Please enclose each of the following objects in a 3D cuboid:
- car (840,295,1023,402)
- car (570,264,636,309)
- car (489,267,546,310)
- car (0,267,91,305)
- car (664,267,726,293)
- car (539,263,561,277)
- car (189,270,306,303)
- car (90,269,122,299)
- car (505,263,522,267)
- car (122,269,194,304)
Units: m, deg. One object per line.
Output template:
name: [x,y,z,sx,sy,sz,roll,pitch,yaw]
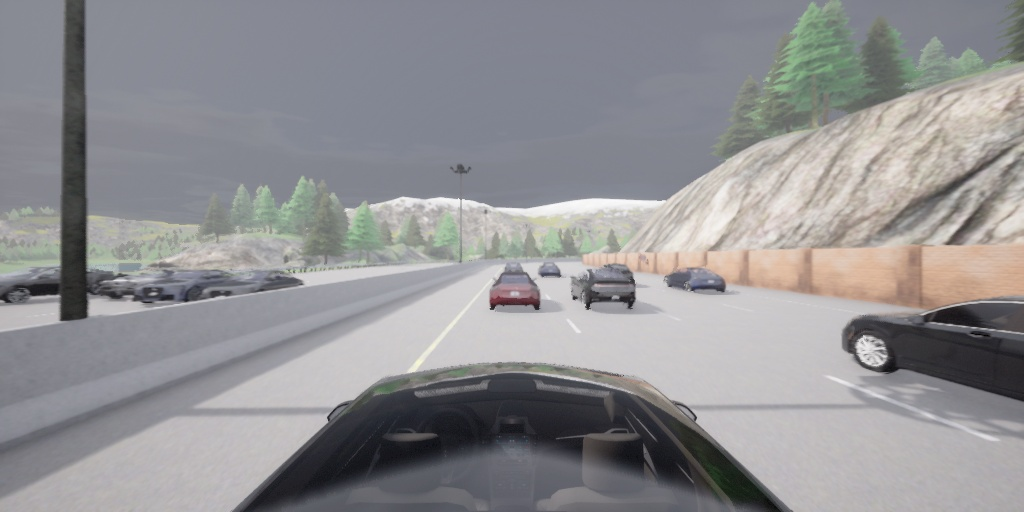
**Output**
car: [7.102,1.264,4.726,1.837,1.490,4.892,0,0,0]
car: [3.608,1.251,14.935,2.128,1.511,4.902,0,0,0]
car: [0.110,1.319,14.861,1.994,1.385,4.181,0,0,0]
car: [-21.069,1.223,16.160,2.128,1.511,4.902,0,0,0]
car: [10.615,1.333,21.118,1.994,1.385,4.181,0,0,0]
car: [3.625,1.330,35.420,1.994,1.385,4.181,0,0,0]
car: [-10.574,1.307,15.023,1.994,1.385,4.181,0,0,0]
car: [-17.558,1.337,18.197,1.895,1.301,4.718,0,0,0]
car: [0.124,1.309,33.256,2.033,1.411,5.357,0,0,0]
car: [-14.069,1.303,16.052,1.994,1.385,4.181,0,0,0]
